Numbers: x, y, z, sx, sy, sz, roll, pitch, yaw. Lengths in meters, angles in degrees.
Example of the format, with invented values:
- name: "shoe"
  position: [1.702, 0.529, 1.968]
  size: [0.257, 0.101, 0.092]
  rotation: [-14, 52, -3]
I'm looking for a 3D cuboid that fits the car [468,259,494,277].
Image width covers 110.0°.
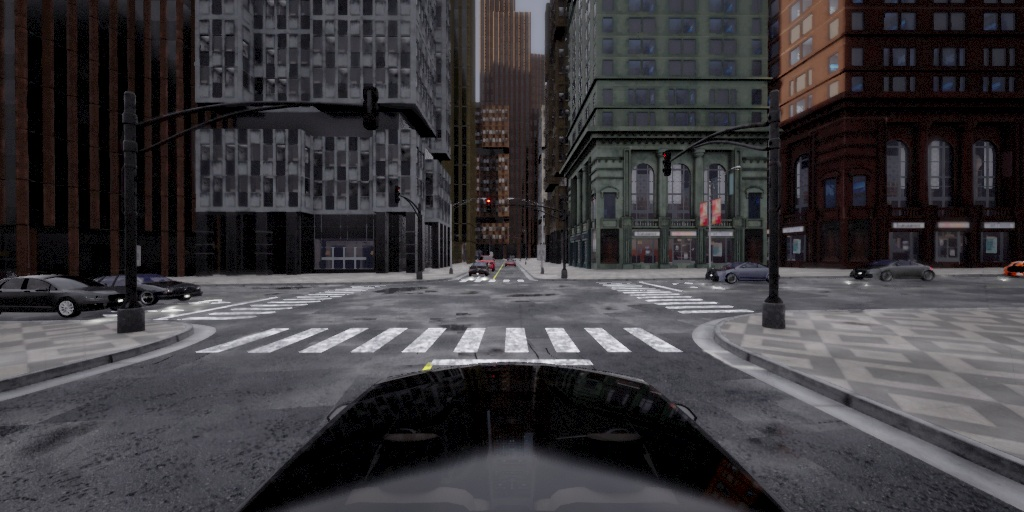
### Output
- name: "car"
  position: [-3.229, 1.279, 36.183]
  size: [2.033, 1.411, 5.357]
  rotation: [0, 0, 0]

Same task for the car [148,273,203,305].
- name: "car"
  position: [-17.860, 1.525, 17.017]
  size: [5.357, 1.411, 2.033]
  rotation: [-1, 0, 5]

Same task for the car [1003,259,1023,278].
- name: "car"
  position: [35.913, 0.592, 23.787]
  size: [4.553, 1.767, 2.097]
  rotation: [-1, 0, 0]

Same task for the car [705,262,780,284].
- name: "car"
  position: [15.195, 1.067, 23.747]
  size: [4.181, 1.385, 1.994]
  rotation: [-1, 0, 0]

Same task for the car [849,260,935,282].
- name: "car"
  position: [25.099, 0.940, 23.763]
  size: [4.181, 1.385, 1.994]
  rotation: [-1, 0, 1]

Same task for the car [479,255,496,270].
- name: "car"
  position: [-3.322, 0.937, 46.863]
  size: [2.150, 2.045, 5.566]
  rotation: [0, 0, -1]

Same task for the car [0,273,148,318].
- name: "car"
  position: [-17.418, 1.493, 13.711]
  size: [4.892, 1.490, 1.837]
  rotation: [-1, 0, 0]

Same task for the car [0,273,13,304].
- name: "car"
  position: [-27.346, 1.610, 16.938]
  size: [4.892, 1.490, 1.837]
  rotation: [-1, 0, 0]
